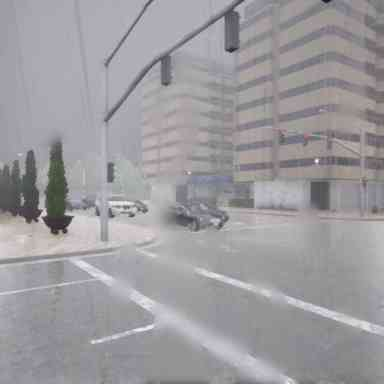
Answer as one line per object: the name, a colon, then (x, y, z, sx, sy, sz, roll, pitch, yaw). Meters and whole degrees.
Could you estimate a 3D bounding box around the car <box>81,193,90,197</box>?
car: (-13.820, 1.221, 45.850, 2.150, 2.045, 5.566, 0, 0, -34)

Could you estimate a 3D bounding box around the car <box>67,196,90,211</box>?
car: (-14.206, 1.525, 40.248, 1.812, 1.442, 4.674, 0, 0, -35)

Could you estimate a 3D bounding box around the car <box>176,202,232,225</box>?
car: (0.778, 1.525, 24.928, 1.812, 1.442, 4.674, 0, 0, -35)

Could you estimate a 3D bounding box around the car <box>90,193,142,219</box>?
car: (-6.974, 1.219, 29.909, 2.150, 2.045, 5.566, 0, 0, -35)

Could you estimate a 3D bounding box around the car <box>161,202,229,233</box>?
car: (-0.093, 1.491, 20.068, 2.128, 1.511, 4.902, 0, 0, -35)

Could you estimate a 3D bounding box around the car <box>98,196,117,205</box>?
car: (-15.540, 1.524, 60.827, 1.812, 1.442, 4.674, 0, 0, -35)

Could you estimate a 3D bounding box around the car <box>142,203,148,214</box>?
car: (-6.387, 1.506, 35.177, 1.837, 1.490, 4.892, 0, -1, -35)
